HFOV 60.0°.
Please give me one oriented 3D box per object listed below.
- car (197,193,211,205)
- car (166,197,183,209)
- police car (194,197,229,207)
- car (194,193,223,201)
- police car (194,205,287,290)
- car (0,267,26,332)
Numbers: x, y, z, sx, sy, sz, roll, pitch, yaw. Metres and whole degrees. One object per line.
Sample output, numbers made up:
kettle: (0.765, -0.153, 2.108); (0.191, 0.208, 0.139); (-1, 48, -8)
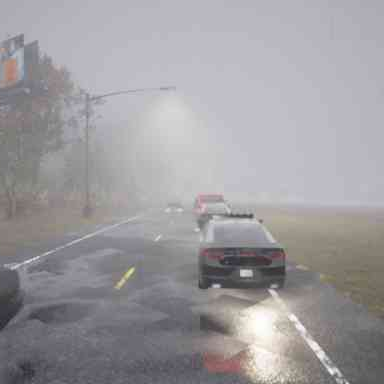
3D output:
car: (2.227, 1.197, 60.090); (2.150, 2.045, 5.566); (0, 0, 4)
car: (-2.310, 1.416, 45.256); (1.882, 1.535, 5.008); (0, 0, 4)
police car: (1.272, 1.346, 19.076); (1.930, 1.638, 5.238); (0, 0, 1)
car: (1.436, 1.137, 24.974); (2.150, 2.045, 5.566); (0, 0, 2)
police car: (1.096, 1.377, 9.110); (1.930, 1.638, 5.238); (0, 0, 1)
car: (-3.585, 1.529, 3.003); (2.033, 1.411, 5.357); (0, 0, 0)
